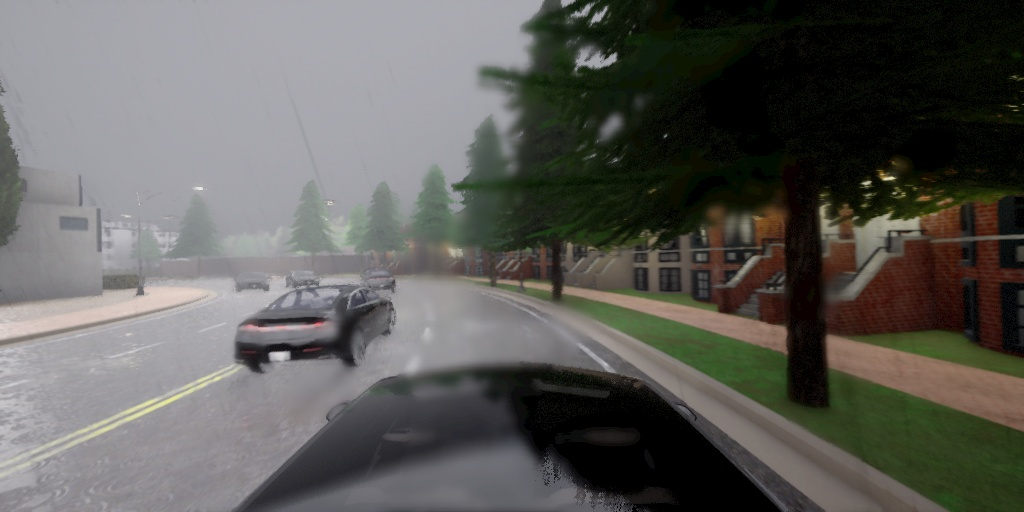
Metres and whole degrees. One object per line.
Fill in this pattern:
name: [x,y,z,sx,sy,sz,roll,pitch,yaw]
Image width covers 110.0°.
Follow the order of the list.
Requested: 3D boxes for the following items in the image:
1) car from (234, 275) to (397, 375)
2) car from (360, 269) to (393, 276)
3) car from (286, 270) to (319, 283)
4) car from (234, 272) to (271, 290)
car: [-3.938,1.391,8.053,2.128,1.511,4.902,-2,0,-7]
car: [-8.883,1.621,23.677,2.128,1.511,4.902,-1,0,-27]
car: [-17.545,1.922,30.011,1.837,1.490,4.892,-1,-1,-41]
car: [-19.367,1.957,26.767,1.837,1.490,4.892,-1,-1,-40]
